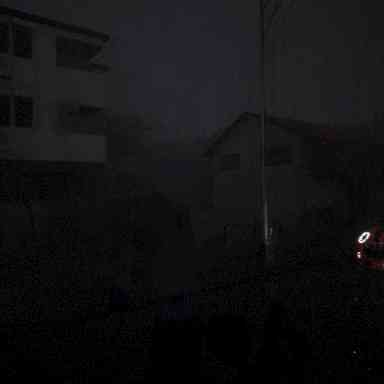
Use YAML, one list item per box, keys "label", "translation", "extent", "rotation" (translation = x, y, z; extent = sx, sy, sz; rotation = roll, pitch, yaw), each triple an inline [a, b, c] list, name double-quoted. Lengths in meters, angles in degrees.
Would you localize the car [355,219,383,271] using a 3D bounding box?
- label: "car"
  translation: [6.543, 1.173, 9.267]
  extent: [4.553, 1.767, 2.097]
  rotation: [-1, 1, -36]
